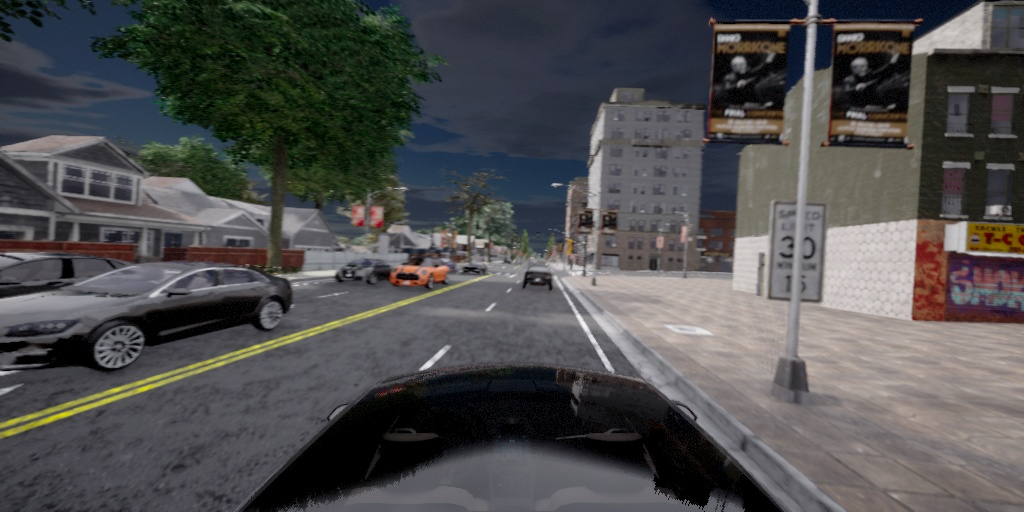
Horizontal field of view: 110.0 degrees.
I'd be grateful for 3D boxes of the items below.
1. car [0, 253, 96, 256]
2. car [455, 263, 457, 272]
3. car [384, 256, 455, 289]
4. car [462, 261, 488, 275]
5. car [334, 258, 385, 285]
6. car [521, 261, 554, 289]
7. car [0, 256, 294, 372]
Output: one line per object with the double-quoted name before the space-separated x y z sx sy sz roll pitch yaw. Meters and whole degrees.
"car" -9.614 0.684 6.982 1.837 1.490 4.892 3 0 4
"car" -6.921 0.938 36.376 1.812 1.442 4.674 3 0 5
"car" -5.132 0.809 20.580 2.097 1.767 4.553 3 0 6
"car" -3.698 1.231 36.060 1.895 1.301 4.718 3 0 5
"car" -8.371 0.829 20.817 1.994 1.385 4.181 3 0 6
"car" 1.837 1.374 24.822 1.882 1.535 5.008 3 0 5
"car" -6.365 0.862 6.717 2.128 1.511 4.902 3 0 5
